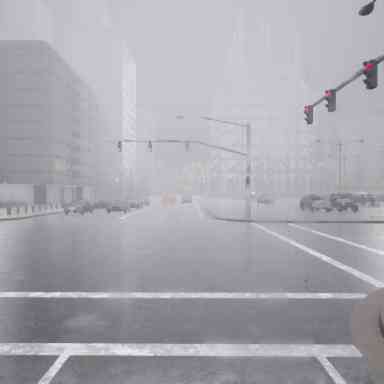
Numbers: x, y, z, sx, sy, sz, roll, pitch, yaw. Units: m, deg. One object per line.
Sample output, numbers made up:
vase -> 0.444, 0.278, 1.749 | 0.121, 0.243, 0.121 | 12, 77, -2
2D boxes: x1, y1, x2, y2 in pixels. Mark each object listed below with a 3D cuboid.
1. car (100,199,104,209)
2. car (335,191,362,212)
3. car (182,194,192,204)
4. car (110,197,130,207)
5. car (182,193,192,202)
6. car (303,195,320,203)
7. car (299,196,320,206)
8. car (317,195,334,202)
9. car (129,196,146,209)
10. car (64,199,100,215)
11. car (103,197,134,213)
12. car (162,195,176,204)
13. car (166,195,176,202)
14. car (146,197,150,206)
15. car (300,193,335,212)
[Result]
car -> -11.524, 1.605, 43.363 | 1.895, 1.301, 4.718 | 0, 0, 0
car -> 16.064, 1.160, 35.649 | 1.905, 1.878, 3.866 | 0, 0, 0
car -> -1.051, 1.608, 65.622 | 1.895, 1.301, 4.718 | 0, 0, 0
car -> -11.576, 1.553, 53.903 | 2.033, 1.411, 5.357 | 0, 0, 0
car -> -1.101, 1.189, 74.351 | 2.097, 1.767, 4.553 | 0, 0, 0
car -> 24.466, 1.403, 68.236 | 1.970, 1.475, 3.806 | 0, 0, 0
car -> 18.731, 1.401, 53.122 | 1.970, 1.475, 3.806 | 0, 0, 0
car -> 27.361, 1.371, 68.242 | 1.784, 1.438, 3.905 | 0, 0, 0
car -> -8.034, 1.357, 45.392 | 2.097, 1.767, 4.553 | 0, 0, 0
car -> -11.471, 1.495, 34.096 | 2.128, 1.511, 4.902 | 0, 0, 0
car -> -7.986, 1.568, 36.689 | 1.994, 1.385, 4.181 | 0, 0, 0
car -> -4.438, 1.360, 63.311 | 2.097, 1.767, 4.553 | 0, 0, 0
car -> -4.593, 1.508, 73.912 | 1.837, 1.490, 4.892 | 0, 0, 0
car -> -8.080, 1.497, 55.276 | 2.128, 1.511, 4.902 | 0, 0, 0
car -> 13.169, 1.157, 35.697 | 1.932, 1.855, 4.605 | 0, 0, 0
